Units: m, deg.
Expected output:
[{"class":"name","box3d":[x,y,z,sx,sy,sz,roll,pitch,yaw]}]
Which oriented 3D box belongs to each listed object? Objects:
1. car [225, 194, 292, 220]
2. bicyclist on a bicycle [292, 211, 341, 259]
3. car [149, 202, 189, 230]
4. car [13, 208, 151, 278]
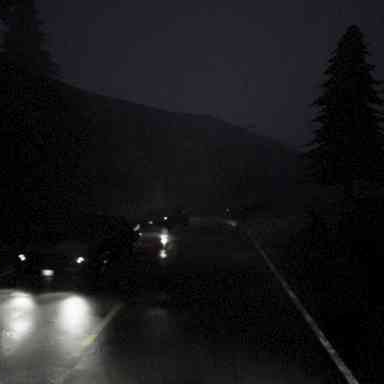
[{"class":"car","box3d":[5.522,1.182,27.591,5.566,2.045,2.150,1,0,-17]},{"class":"bicyclist on a bicycle","box3d":[4.295,1.488,11.424,1.656,1.620,0.582,1,0,5]},{"class":"car","box3d":[-1.513,1.357,19.939,1.812,1.442,4.674,2,0,17]},{"class":"car","box3d":[-2.958,1.405,10.069,2.033,1.411,5.357,2,0,6]}]
